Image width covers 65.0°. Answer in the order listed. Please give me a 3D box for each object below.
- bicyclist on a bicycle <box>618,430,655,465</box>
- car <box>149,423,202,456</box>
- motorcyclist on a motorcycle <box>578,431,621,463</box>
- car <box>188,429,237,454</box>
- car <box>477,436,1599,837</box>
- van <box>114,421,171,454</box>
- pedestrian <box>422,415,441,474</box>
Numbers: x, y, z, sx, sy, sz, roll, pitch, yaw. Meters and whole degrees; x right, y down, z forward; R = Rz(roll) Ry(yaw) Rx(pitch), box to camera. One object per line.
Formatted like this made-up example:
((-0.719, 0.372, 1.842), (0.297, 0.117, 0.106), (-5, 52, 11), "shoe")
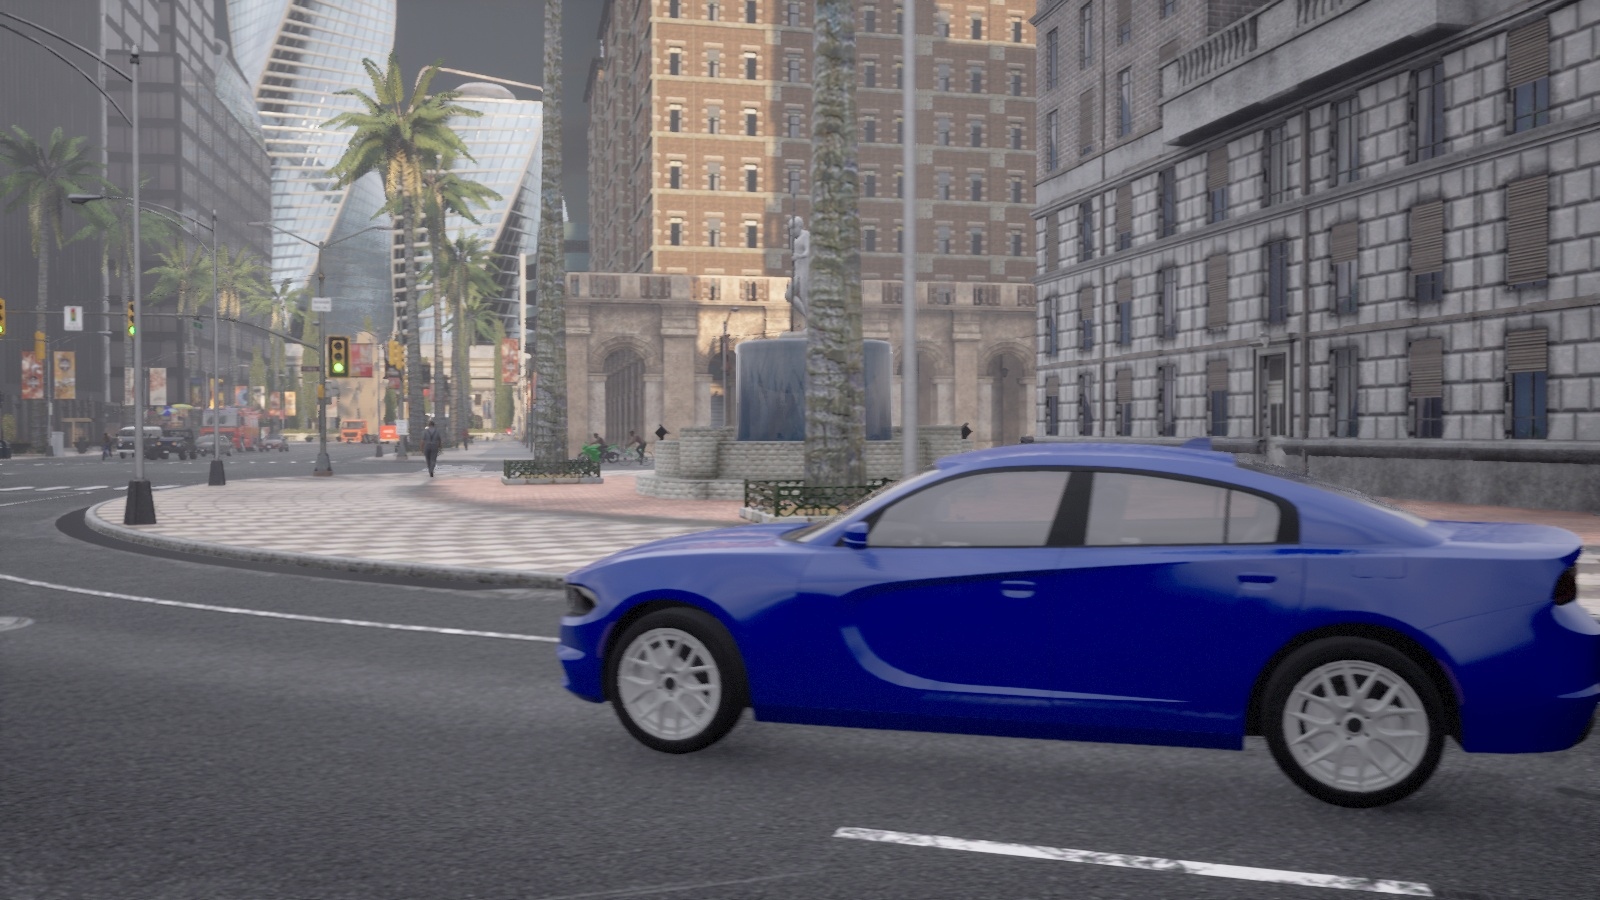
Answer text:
((-7.494, -0.121, 57.504), (1.656, 1.620, 0.582), (0, 1, -12), "bicyclist on a bicycle")
((-36.675, -0.643, 73.795), (1.905, 1.878, 3.866), (0, 1, -12), "car")
((-9.668, -0.146, 60.527), (2.044, 1.523, 0.797), (0, 1, -12), "motorcyclist on a motorcycle")
((-38.594, -0.576, 82.586), (1.837, 1.490, 4.892), (0, 1, -12), "car")
((1.038, 0.710, 6.517), (5.008, 1.535, 1.882), (0, 1, 17), "car")
((-41.449, -0.819, 79.268), (2.069, 2.038, 4.480), (0, 1, -12), "van")
((-11.717, -0.168, 39.953), (0.540, 1.848, 0.694), (0, 1, -13), "pedestrian")
